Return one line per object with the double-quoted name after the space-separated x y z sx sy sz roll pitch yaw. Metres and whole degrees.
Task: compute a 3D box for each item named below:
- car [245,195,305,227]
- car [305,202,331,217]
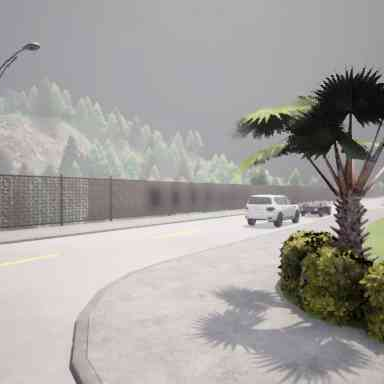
5.660 1.222 23.040 2.150 2.045 5.566 0 0 36 "car"
11.779 1.602 31.592 1.895 1.301 4.718 0 0 35 "car"
